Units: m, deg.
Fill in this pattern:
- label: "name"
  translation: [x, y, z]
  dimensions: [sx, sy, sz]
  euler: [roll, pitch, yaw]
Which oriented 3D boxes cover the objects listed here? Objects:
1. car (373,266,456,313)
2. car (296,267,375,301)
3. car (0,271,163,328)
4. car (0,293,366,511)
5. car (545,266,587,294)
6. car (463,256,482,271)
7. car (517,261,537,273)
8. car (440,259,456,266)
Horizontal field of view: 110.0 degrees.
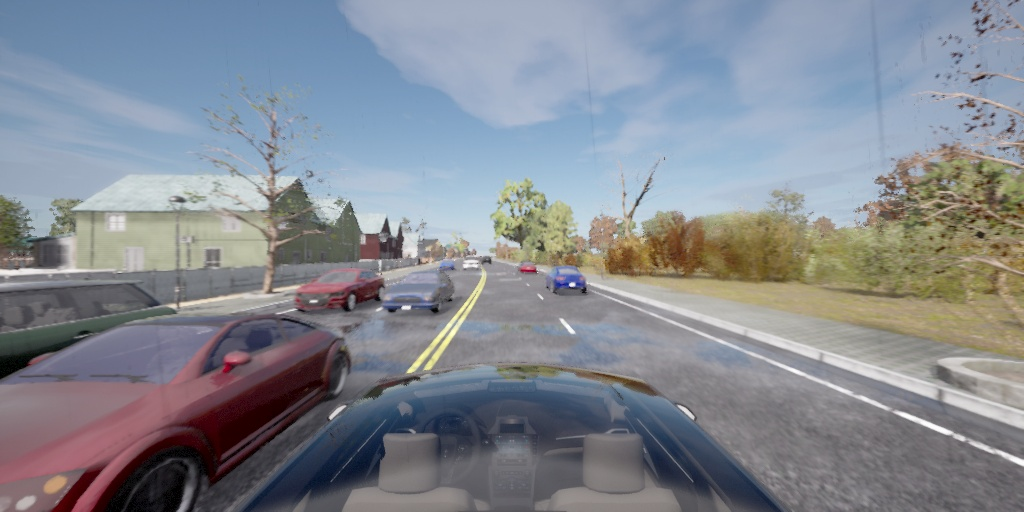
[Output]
- label: "car"
  translation: [-3.462, 1.311, 14.417]
  dimensions: [2.033, 1.411, 5.357]
  euler: [0, 0, 0]
- label: "car"
  translation: [-6.718, 1.251, 14.555]
  dimensions: [1.882, 1.535, 5.008]
  euler: [0, 0, -1]
- label: "car"
  translation: [-6.622, 1.126, 4.209]
  dimensions: [2.097, 1.767, 4.553]
  euler: [0, 0, 0]
- label: "car"
  translation: [-3.371, 1.327, 3.662]
  dimensions: [1.994, 1.385, 4.181]
  euler: [0, 0, 0]
- label: "car"
  translation: [2.973, 1.270, 20.340]
  dimensions: [1.812, 1.442, 4.674]
  euler: [0, 0, -2]
- label: "car"
  translation: [-5.652, 0.959, 50.162]
  dimensions: [2.150, 2.045, 5.566]
  euler: [0, 0, -5]
- label: "car"
  translation: [1.702, 1.304, 42.265]
  dimensions: [1.994, 1.385, 4.181]
  euler: [0, 0, -5]
- label: "car"
  translation: [-8.883, 1.228, 49.815]
  dimensions: [1.882, 1.535, 5.008]
  euler: [0, 0, -5]
